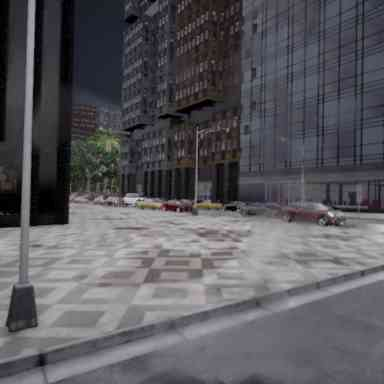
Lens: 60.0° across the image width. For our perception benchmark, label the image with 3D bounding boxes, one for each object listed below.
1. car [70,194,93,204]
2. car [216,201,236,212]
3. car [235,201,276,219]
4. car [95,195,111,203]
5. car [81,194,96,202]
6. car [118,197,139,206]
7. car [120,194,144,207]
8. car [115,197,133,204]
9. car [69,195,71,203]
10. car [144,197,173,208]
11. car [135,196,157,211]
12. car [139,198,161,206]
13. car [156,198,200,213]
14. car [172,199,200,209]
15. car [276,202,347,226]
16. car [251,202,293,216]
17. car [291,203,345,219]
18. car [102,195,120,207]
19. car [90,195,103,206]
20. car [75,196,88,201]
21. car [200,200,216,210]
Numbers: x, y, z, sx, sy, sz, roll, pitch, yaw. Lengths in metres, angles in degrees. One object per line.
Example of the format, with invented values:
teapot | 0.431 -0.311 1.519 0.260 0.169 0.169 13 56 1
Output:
car | -20.567 1.485 61.909 1.752 1.417 4.829 2 -1 -35
car | 5.381 1.747 40.168 1.947 1.339 4.313 2 -1 -35
car | 6.188 1.581 28.934 1.994 1.385 4.181 2 -1 -35
car | -20.259 1.531 75.525 2.097 1.767 4.553 2 -1 -35
car | -26.448 1.503 84.862 2.192 1.841 5.009 2 -1 -35
car | -11.221 1.642 58.716 1.812 1.442 4.674 2 -1 -35
car | -8.078 1.256 49.077 2.150 2.045 5.566 2 -1 -35
car | -13.720 1.756 66.983 1.947 1.339 4.313 2 -1 -35
car | -23.848 1.399 66.518 1.967 1.590 4.097 2 -1 -35
car | -5.150 1.607 50.268 2.128 1.511 4.902 2 -1 -35
car | -4.648 1.479 39.559 1.752 1.417 4.829 2 -1 -35
car | -7.353 1.741 58.045 2.008 1.369 4.403 2 -1 -35
car | -1.563 1.495 35.228 1.887 1.381 4.507 2 -1 -35
car | -0.986 1.738 49.106 2.008 1.369 4.403 2 -1 -35
car | 7.973 1.381 21.847 1.967 1.590 4.097 2 -1 -36
car | 8.564 1.760 35.699 1.802 1.307 4.206 2 -1 -35
car | 11.747 1.741 31.231 1.947 1.339 4.313 2 -1 -35
car | -11.112 1.399 48.639 1.967 1.590 4.097 2 -1 -35
car | -14.299 1.542 53.106 1.802 1.307 4.206 2 -1 -35
car | -29.734 1.712 89.466 1.752 1.417 4.829 2 -1 -35
car | 2.099 1.710 44.776 1.752 1.417 4.829 2 -1 -35
